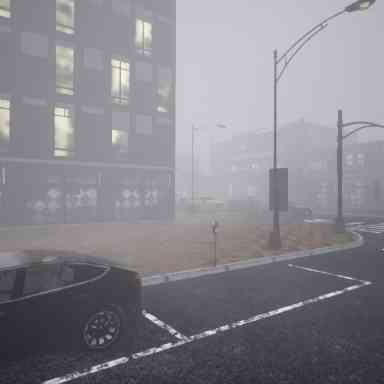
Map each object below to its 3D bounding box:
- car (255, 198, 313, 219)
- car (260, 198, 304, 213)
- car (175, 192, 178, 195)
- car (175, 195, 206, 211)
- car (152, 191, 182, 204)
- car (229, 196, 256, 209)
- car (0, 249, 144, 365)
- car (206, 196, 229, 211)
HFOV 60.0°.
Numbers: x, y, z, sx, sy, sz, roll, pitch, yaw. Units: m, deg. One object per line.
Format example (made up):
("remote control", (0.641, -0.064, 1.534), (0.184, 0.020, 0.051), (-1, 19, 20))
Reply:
("car", (7.510, 1.356, 26.694), (1.994, 1.385, 4.181), (0, 1, -36))
("car", (9.182, 1.340, 34.195), (1.802, 1.307, 4.206), (1, 0, -36))
("car", (-0.691, 1.101, 47.589), (2.008, 1.369, 4.403), (1, 0, -36))
("car", (-0.855, 1.230, 33.688), (1.802, 1.307, 4.206), (1, 0, -36))
("car", (-3.977, 0.793, 52.052), (2.192, 1.841, 5.009), (1, 0, -36))
("car", (5.892, 1.130, 38.661), (1.967, 1.590, 4.097), (1, 0, -36))
("car", (-2.756, 1.566, 4.588), (4.313, 1.339, 1.947), (0, 0, -36))
("car", (1.253, 1.139, 35.176), (1.882, 1.535, 5.008), (0, 0, -36))
